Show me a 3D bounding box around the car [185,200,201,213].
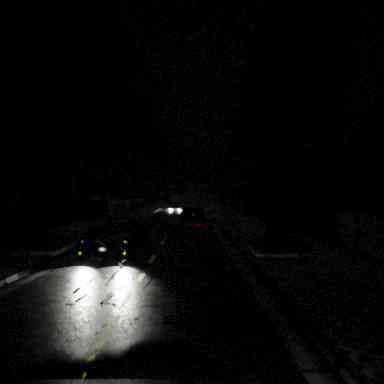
[{"bbox_3d":[0.102,1.811,43.579,1.882,1.535,5.008,0,-1,0],"label":"car"}]

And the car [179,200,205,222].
[{"bbox_3d":[0.103,1.684,28.959,1.882,1.535,5.008,0,0,0],"label":"car"}]

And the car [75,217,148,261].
[{"bbox_3d":[-2.850,1.643,12.528,1.994,1.385,4.181,0,0,0],"label":"car"}]

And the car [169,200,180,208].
[{"bbox_3d":[-2.802,2.015,55.992,1.895,1.301,4.718,0,0,1],"label":"car"}]
